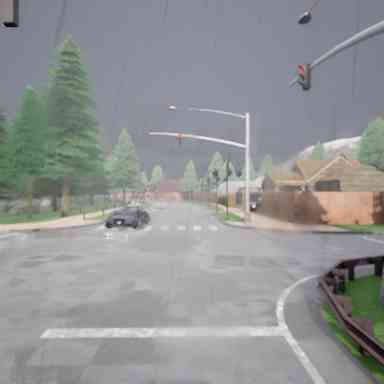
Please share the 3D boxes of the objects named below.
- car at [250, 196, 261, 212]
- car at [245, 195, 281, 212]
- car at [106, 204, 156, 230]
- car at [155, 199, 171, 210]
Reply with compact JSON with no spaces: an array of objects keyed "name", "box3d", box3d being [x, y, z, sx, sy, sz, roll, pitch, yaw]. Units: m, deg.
[{"name":"car","box3d":[8.825,1.341,37.289,4.605,1.855,1.932,0,0,-1]},{"name":"car","box3d":[8.408,1.356,39.799,3.866,1.878,1.905,0,0,-1]},{"name":"car","box3d":[-4.097,1.659,22.071,1.994,1.385,4.181,0,0,9]},{"name":"car","box3d":[-4.098,1.751,46.730,1.812,1.442,4.674,0,0,-1]}]
